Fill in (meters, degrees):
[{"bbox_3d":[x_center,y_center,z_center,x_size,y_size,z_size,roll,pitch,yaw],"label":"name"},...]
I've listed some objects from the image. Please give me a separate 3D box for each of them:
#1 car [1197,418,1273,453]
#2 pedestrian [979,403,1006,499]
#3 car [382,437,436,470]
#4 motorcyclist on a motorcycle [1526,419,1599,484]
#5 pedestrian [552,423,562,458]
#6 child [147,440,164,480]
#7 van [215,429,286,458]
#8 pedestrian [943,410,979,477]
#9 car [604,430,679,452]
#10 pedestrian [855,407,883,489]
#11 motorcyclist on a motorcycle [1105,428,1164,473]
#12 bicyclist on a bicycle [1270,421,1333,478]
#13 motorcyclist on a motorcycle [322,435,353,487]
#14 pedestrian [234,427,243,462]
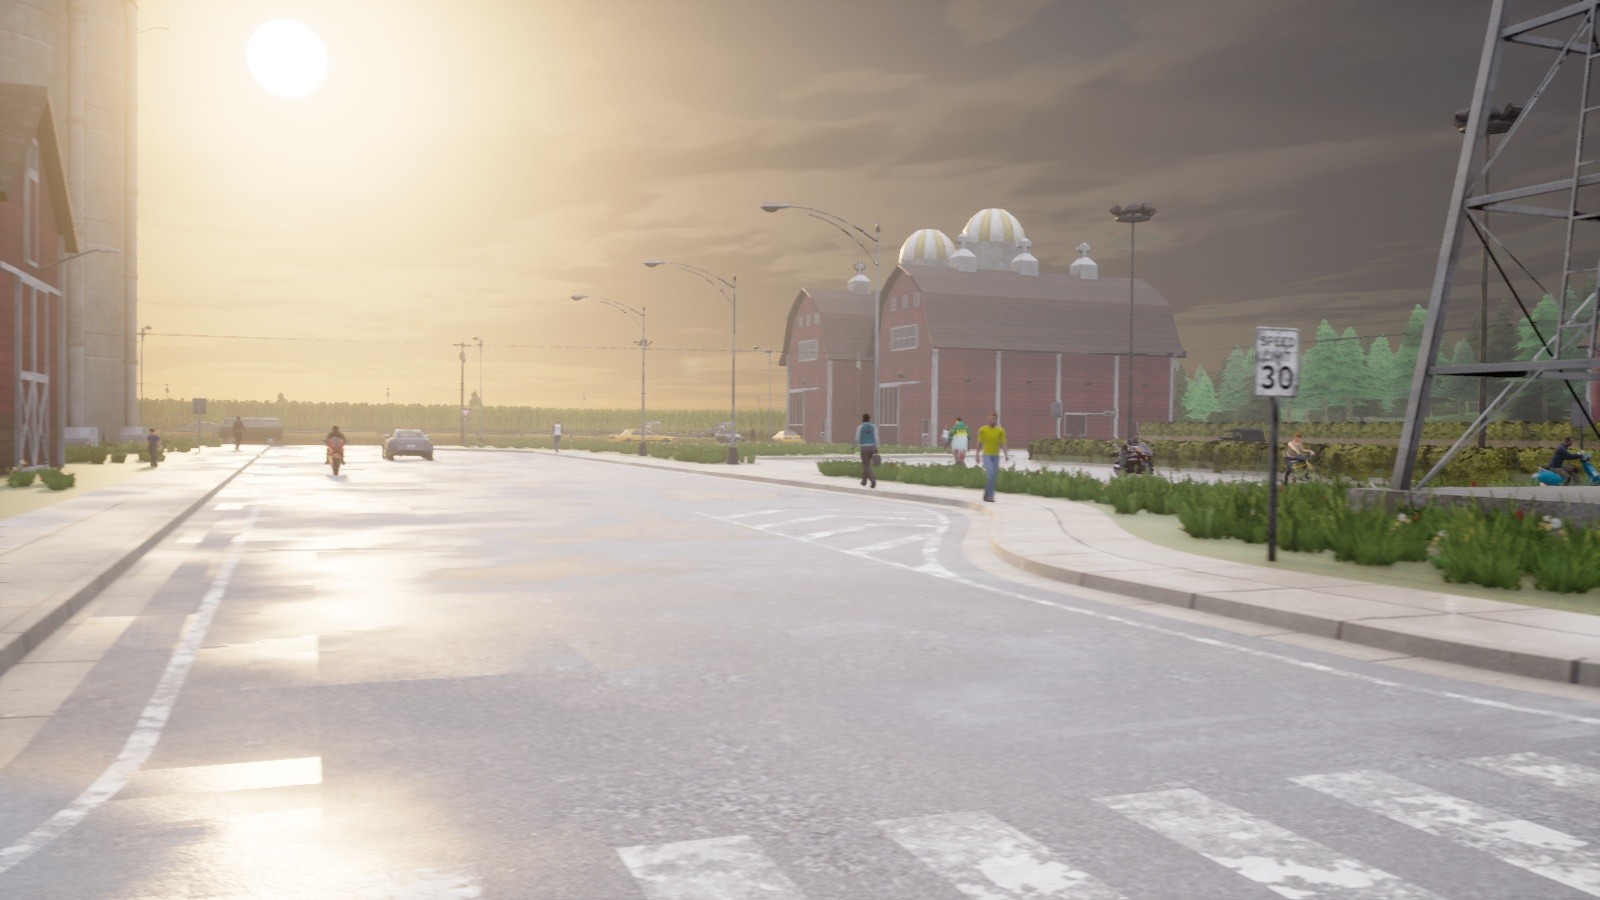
[{"bbox_3d":[23.989,-0.793,69.302,1.905,1.878,3.866,-1,1,-21],"label":"car"},{"bbox_3d":[3.773,0.012,24.617,0.354,1.836,0.706,-1,1,-5],"label":"pedestrian"},{"bbox_3d":[-17.559,0.136,56.282,1.994,1.385,4.181,-1,1,-22],"label":"car"},{"bbox_3d":[19.172,0.035,31.283,1.817,1.590,0.866,0,1,34],"label":"motorcyclist on a motorcycle"},{"bbox_3d":[-12.966,-0.498,67.094,0.354,1.836,0.706,-1,1,-23],"label":"pedestrian"},{"bbox_3d":[-20.196,0.310,39.360,0.270,1.263,0.437,-1,1,6],"label":"child"},{"bbox_3d":[-38.891,-0.478,88.967,4.442,1.987,1.775,-1,1,-21],"label":"van"},{"bbox_3d":[4.772,-0.208,37.273,0.659,1.952,0.873,-1,1,-30],"label":"pedestrian"},{"bbox_3d":[-12.078,-0.684,95.515,5.366,1.575,1.801,-1,1,-21],"label":"car"},{"bbox_3d":[1.646,-0.053,30.045,0.396,1.930,0.692,-1,1,-22],"label":"pedestrian"},{"bbox_3d":[11.612,-0.003,43.665,0.866,1.530,2.191,-1,1,-21],"label":"motorcyclist on a motorcycle"},{"bbox_3d":[14.522,-0.015,36.405,0.866,1.612,1.509,-1,1,-25],"label":"bicyclist on a bicycle"},{"bbox_3d":[-13.961,0.315,37.869,0.797,1.523,2.044,-1,1,-22],"label":"motorcyclist on a motorcycle"},{"bbox_3d":[-28.999,-0.289,64.879,0.328,1.805,0.869,-1,1,-18],"label":"pedestrian"}]
